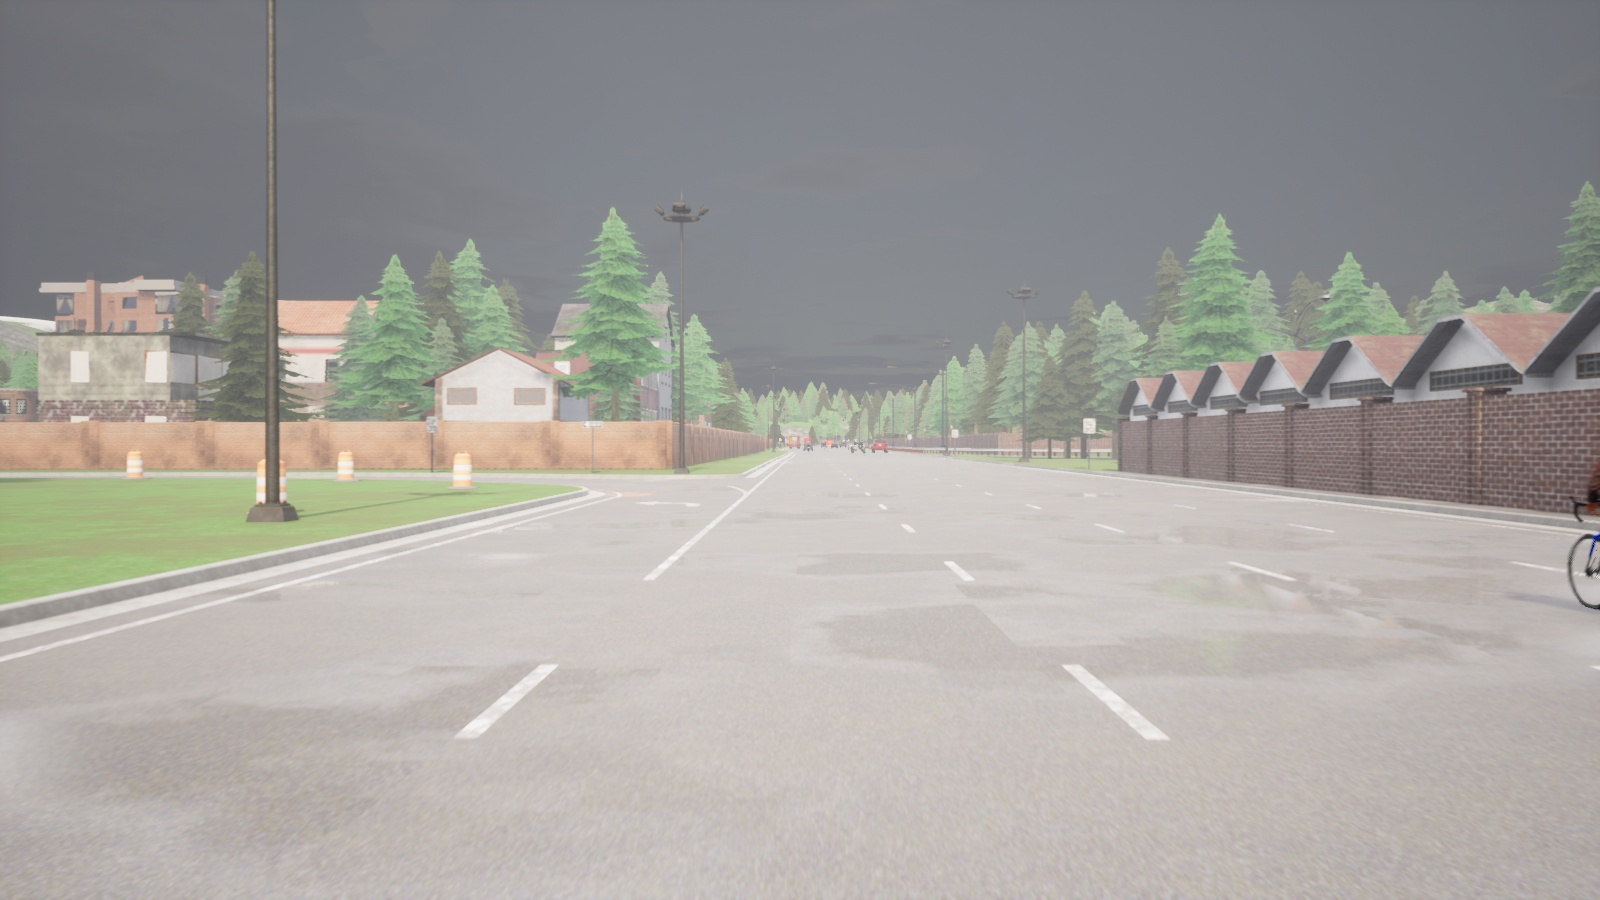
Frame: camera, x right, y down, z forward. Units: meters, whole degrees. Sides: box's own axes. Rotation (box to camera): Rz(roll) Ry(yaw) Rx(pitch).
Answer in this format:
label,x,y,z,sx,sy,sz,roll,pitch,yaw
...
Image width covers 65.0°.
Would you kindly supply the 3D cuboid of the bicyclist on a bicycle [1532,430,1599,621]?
label,x,y,z,sx,sy,sz,roll,pitch,yaw
bicyclist on a bicycle,7.077,0.644,10.816,0.582,1.620,1.656,0,0,0
